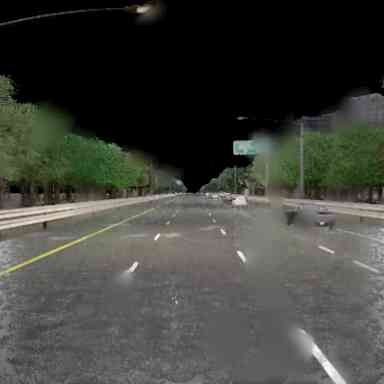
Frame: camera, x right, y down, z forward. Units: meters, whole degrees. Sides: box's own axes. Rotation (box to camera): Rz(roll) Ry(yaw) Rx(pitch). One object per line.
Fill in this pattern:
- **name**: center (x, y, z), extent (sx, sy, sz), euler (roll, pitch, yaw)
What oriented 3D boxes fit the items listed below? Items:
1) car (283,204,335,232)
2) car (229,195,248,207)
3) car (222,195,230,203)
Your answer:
- **car**: center (7.016, 1.495, 20.339), extent (2.128, 1.511, 4.902), euler (0, 0, 0)
- **car**: center (7.115, 1.518, 49.844), extent (1.812, 1.442, 4.674), euler (0, 0, 0)
- **car**: center (7.195, 1.319, 66.781), extent (2.097, 1.767, 4.553), euler (0, 0, 0)
